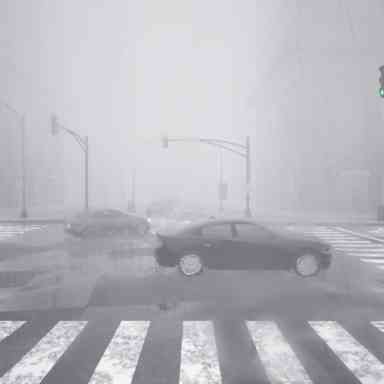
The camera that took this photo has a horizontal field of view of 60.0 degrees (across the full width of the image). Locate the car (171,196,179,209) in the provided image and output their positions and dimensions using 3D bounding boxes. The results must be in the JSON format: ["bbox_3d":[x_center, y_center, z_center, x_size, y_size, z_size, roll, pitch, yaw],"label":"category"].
[{"bbox_3d":[-3.128,1.538,41.363,2.033,1.411,5.357,0,0,0],"label":"car"}]

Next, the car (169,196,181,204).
[{"bbox_3d":[-3.068,1.466,61.938,1.882,1.535,5.008,0,0,1],"label":"car"}]

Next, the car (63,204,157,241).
[{"bbox_3d":[-4.140,1.503,16.476,4.181,1.385,1.994,0,1,-41],"label":"car"}]

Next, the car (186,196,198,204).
[{"bbox_3d":[-0.021,1.514,62.620,1.812,1.442,4.674,0,0,0],"label":"car"}]

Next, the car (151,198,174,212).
[{"bbox_3d":[-3.123,1.540,31.290,2.033,1.411,5.357,0,0,0],"label":"car"}]

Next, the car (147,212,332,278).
[{"bbox_3d":[1.403,1.479,9.618,5.008,1.535,1.882,0,0,0],"label":"car"}]

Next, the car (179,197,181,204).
[{"bbox_3d":[-3.115,1.553,51.446,1.994,1.385,4.181,0,0,1],"label":"car"}]
